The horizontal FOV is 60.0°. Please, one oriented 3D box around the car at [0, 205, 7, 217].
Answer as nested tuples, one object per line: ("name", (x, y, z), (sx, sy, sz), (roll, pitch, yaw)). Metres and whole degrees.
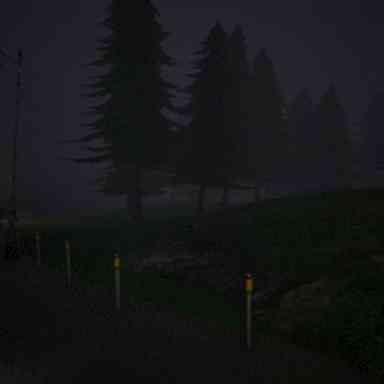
("car", (-21.899, 1.972, 36.312), (2.128, 1.511, 4.902), (3, -2, -10))
